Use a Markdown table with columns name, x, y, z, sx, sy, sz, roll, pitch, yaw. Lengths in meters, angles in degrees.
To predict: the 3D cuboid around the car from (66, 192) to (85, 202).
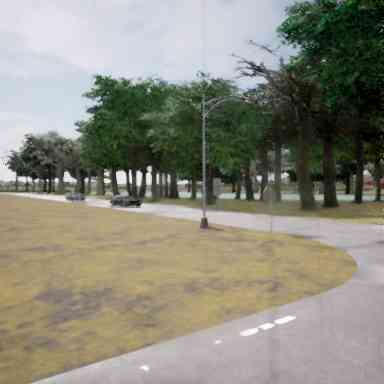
| name | x | y | z | sx | sy | sz | roll | pitch | yaw |
| --- | --- | --- | --- | --- | --- | --- | --- | --- | --- |
| car | -17.730 | 0.741 | 50.624 | 1.994 | 1.385 | 4.181 | -2 | 2 | -36 |

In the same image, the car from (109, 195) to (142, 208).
| name | x | y | z | sx | sy | sz | roll | pitch | yaw |
| --- | --- | --- | --- | --- | --- | --- | --- | --- | --- |
| car | -7.144 | 0.996 | 35.776 | 1.895 | 1.301 | 4.718 | -2 | 2 | -36 |
